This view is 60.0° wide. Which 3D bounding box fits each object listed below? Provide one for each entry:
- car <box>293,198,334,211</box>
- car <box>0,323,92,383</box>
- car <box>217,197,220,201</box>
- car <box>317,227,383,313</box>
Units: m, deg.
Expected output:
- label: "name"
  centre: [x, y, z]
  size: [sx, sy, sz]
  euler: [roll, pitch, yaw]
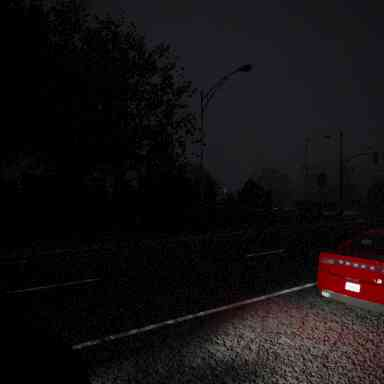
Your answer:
- label: "car"
  centre: [14.463, 1.478, 39.831]
  size: [1.882, 1.535, 5.008]
  euler: [0, 0, -33]
- label: "car"
  centre: [-2.980, 1.492, 1.628]
  size: [4.902, 1.511, 2.128]
  euler: [0, 0, -35]
- label: "car"
  centre: [3.913, 1.454, 56.641]
  size: [1.812, 1.442, 4.674]
  euler: [0, 1, -32]
- label: "car"
  centre: [4.771, 1.478, 7.128]
  size: [5.008, 1.535, 1.882]
  euler: [0, 0, -35]
